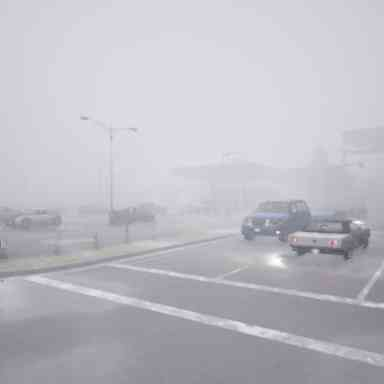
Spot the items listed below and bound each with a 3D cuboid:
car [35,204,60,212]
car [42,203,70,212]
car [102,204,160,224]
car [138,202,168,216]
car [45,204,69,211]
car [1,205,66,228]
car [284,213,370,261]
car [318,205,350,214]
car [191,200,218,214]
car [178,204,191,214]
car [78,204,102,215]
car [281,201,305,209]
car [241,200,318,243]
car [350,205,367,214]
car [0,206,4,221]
[{"bbox_3d":[-30.674,3.311,70.803,2.007,1.523,4.514,-2,-1,36],"label":"car"},{"bbox_3d":[-28.097,3.233,69.015,2.152,1.636,5.027,-2,-1,36],"label":"car"},{"bbox_3d":[-5.390,2.096,29.983,2.007,1.523,4.514,-2,-1,36],"label":"car"},{"bbox_3d":[-5.182,2.151,42.165,1.932,1.855,4.605,-2,-1,36],"label":"car"},{"bbox_3d":[-22.962,2.881,55.873,1.845,1.501,3.633,-2,-1,36],"label":"car"},{"bbox_3d":[-12.479,2.041,26.399,1.970,1.475,3.806,-2,-1,36],"label":"car"},{"bbox_3d":[5.507,1.712,12.920,1.895,1.301,4.718,-2,-2,38],"label":"car"},{"bbox_3d":[10.536,1.802,25.841,1.882,1.535,5.008,-2,-1,36],"label":"car"},{"bbox_3d":[2.080,2.136,46.634,1.905,1.878,3.866,-2,-1,36],"label":"car"},{"bbox_3d":[-0.258,2.500,49.064,1.970,1.475,3.806,-2,-1,36],"label":"car"},{"bbox_3d":[-14.875,2.636,50.007,2.007,1.523,4.514,-2,-1,36],"label":"car"},{"bbox_3d":[22.381,2.869,73.908,4.611,1.667,2.242,-2,-1,36],"label":"car"},{"bbox_3d":[4.662,1.446,17.752,2.150,2.045,5.566,-2,-1,36],"label":"car"},{"bbox_3d":[16.475,2.025,33.984,1.895,1.301,4.718,-2,-2,36],"label":"car"},{"bbox_3d":[-17.879,2.102,29.883,2.152,1.636,5.027,-2,-1,36],"label":"car"}]
